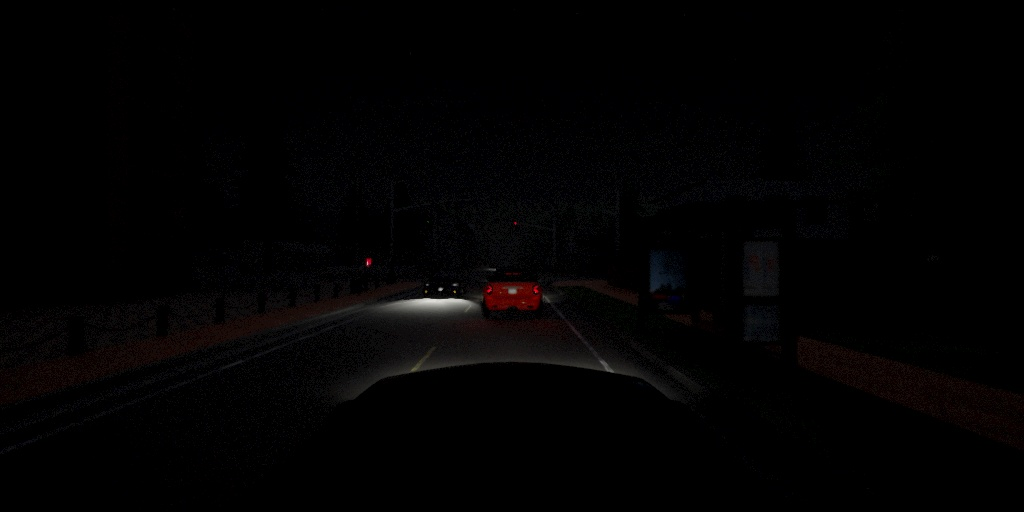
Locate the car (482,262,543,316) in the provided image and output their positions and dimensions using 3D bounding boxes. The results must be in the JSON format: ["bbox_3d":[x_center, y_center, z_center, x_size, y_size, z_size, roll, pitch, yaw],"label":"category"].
[{"bbox_3d":[0.041,1.219,14.134,2.097,1.767,4.553,0,-1,1],"label":"car"}]

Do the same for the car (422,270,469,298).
[{"bbox_3d":[-3.546,1.485,19.818,1.994,1.385,4.181,0,-1,1],"label":"car"}]

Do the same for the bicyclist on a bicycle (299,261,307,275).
[{"bbox_3d":[-23.562,1.430,40.464,0.582,1.620,1.656,0,0,-2],"label":"bicyclist on a bicycle"}]
